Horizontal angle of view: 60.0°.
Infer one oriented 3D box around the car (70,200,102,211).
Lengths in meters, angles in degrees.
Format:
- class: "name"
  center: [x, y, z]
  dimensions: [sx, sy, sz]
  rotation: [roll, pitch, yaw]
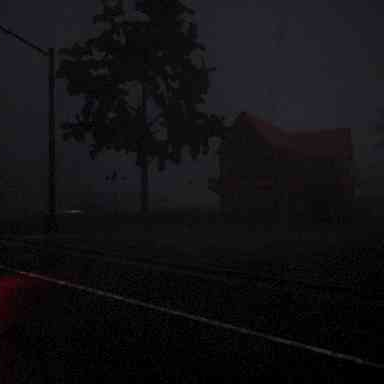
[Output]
- class: "car"
  center: [-13.969, 1.736, 43.978]
  dimensions: [1.994, 1.385, 4.181]
  rotation: [0, 0, 34]
